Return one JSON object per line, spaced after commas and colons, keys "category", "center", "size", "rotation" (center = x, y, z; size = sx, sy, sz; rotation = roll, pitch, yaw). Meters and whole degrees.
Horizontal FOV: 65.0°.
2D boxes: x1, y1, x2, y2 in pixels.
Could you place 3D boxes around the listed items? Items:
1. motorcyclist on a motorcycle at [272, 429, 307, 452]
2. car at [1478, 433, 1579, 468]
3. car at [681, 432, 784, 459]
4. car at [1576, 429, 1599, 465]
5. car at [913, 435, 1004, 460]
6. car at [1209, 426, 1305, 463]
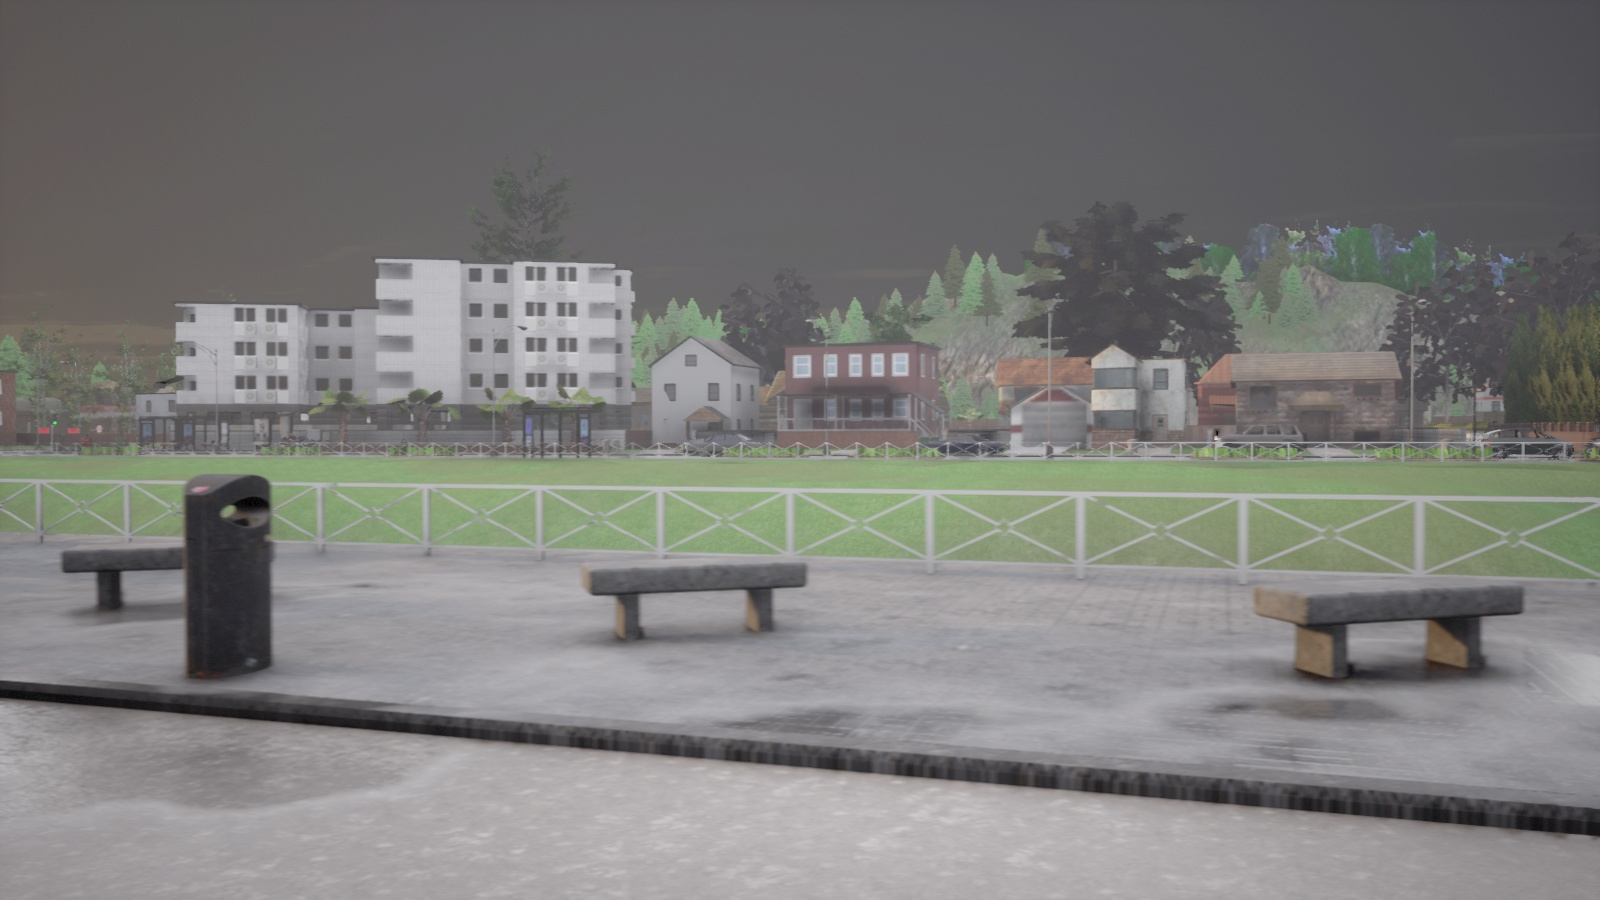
{"category": "motorcyclist on a motorcycle", "center": [-34.407, -0.623, 84.616], "size": [2.191, 1.530, 0.866], "rotation": [1, 1, 19]}
{"category": "car", "center": [33.355, 0.009, 57.581], "size": [3.705, 1.549, 1.789], "rotation": [0, 1, 19]}
{"category": "car", "center": [-3.782, -0.263, 70.085], "size": [5.357, 1.411, 2.033], "rotation": [1, 1, 19]}
{"category": "car", "center": [39.793, -0.134, 59.633], "size": [4.611, 1.667, 2.242], "rotation": [1, 1, 19]}
{"category": "car", "center": [8.856, -0.162, 70.052], "size": [4.718, 1.301, 1.895], "rotation": [1, 1, 19]}
{"category": "car", "center": [23.612, -0.310, 65.080], "size": [4.605, 1.855, 1.932], "rotation": [1, 1, 19]}
